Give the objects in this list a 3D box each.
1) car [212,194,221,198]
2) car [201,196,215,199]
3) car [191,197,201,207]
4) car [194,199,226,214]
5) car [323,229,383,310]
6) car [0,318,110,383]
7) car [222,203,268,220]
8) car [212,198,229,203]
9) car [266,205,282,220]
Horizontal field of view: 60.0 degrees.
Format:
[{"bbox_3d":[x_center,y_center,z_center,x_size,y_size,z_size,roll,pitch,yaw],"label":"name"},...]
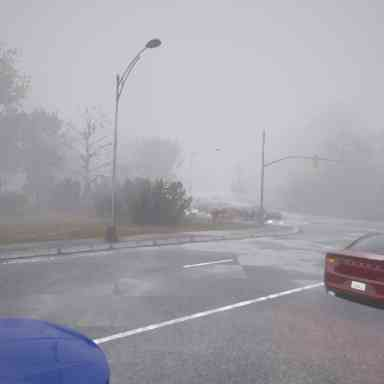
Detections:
[{"bbox_3d":[5.863,1.106,79.152,2.033,1.411,5.357,2,2,-1],"label":"car"},{"bbox_3d":[1.916,1.730,56.505,1.837,1.490,4.892,2,2,-12],"label":"car"},{"bbox_3d":[-0.651,1.703,52.351,2.128,1.511,4.902,2,1,-15],"label":"car"},{"bbox_3d":[2.260,2.035,42.791,1.994,1.385,4.181,3,0,-19],"label":"car"},{"bbox_3d":[4.969,1.555,7.324,5.008,1.535,1.882,1,-1,-35],"label":"car"},{"bbox_3d":[-2.889,1.478,1.681,5.008,1.535,1.882,0,0,-36],"label":"car"},{"bbox_3d":[5.418,2.170,34.592,1.895,1.301,4.718,3,-1,-23],"label":"car"},{"bbox_3d":[4.631,2.104,46.478,2.033,1.411,5.357,3,1,-18],"label":"car"},{"bbox_3d":[8.107,2.215,37.267,1.837,1.490,4.892,3,-1,-21],"label":"car"}]
